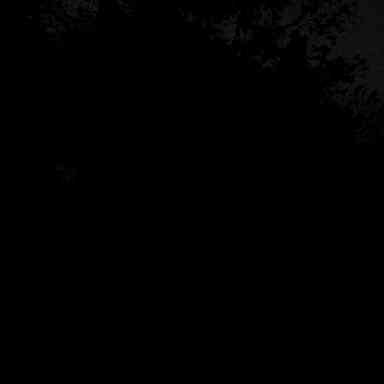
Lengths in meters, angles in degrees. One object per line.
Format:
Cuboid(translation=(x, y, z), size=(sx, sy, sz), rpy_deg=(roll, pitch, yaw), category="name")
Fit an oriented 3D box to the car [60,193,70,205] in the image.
Cuboid(translation=(-20.024, 1.266, 54.340), size=(2.435, 2.045, 5.566), rpy_deg=(0, 0, -36), category="car")
